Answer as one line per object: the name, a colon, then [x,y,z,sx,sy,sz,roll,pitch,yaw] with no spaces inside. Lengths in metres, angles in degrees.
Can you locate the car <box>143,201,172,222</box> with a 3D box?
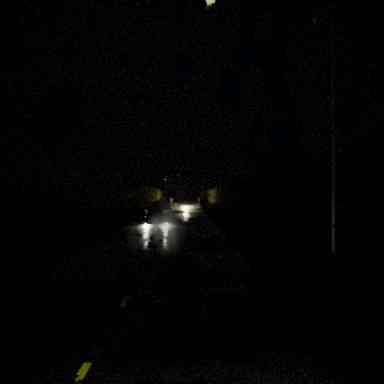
car: [-2.885,1.583,28.582,2.097,1.767,4.553,0,0,0]
